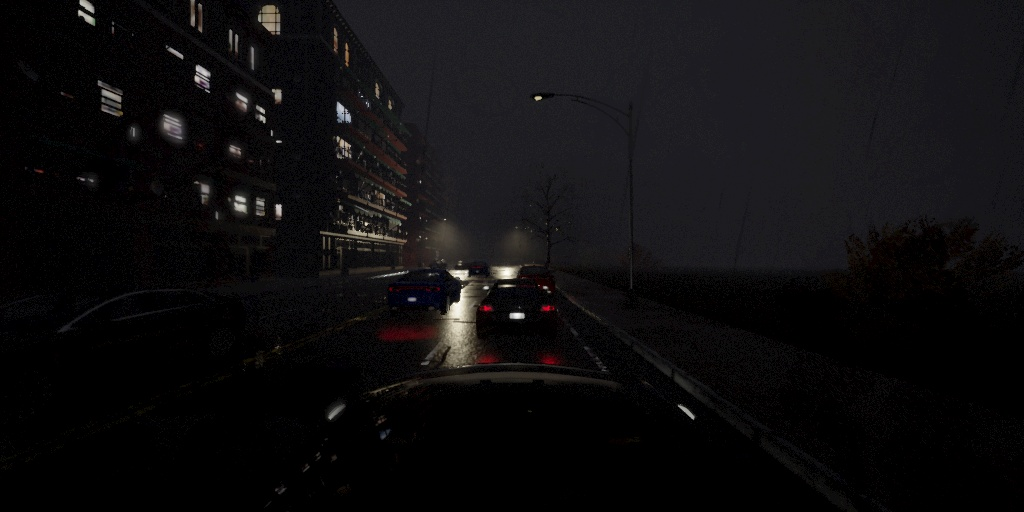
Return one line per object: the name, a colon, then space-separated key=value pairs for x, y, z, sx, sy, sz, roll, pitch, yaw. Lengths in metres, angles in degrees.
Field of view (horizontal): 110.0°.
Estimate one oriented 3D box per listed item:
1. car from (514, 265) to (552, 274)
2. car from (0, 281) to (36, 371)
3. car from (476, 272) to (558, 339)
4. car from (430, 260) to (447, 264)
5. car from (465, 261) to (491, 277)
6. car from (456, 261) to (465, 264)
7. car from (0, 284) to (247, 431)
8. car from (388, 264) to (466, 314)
car: x=1.153 y=1.230 z=18.990 sx=1.882 sy=1.535 sz=5.008 roll=0 pitch=0 yaw=0
car: x=-9.848 y=1.228 z=4.198 sx=1.882 sy=1.535 sz=5.008 roll=0 pitch=0 yaw=0
car: x=0.109 y=1.315 z=10.070 sx=1.994 sy=1.385 sz=4.181 roll=0 pitch=0 yaw=0
car: x=-9.806 y=1.243 z=47.795 sx=2.128 sy=1.511 sz=4.902 roll=0 pitch=0 yaw=0
car: x=-3.120 y=1.229 z=34.883 sx=1.882 sy=1.535 sz=5.008 roll=0 pitch=0 yaw=0
car: x=-6.555 y=1.315 z=48.588 sx=1.994 sy=1.385 sz=4.181 roll=0 pitch=0 yaw=0
car: x=-6.596 y=1.242 z=5.630 sx=2.128 sy=1.511 sz=4.902 roll=0 pitch=0 yaw=0
car: x=-3.140 y=1.229 z=13.744 sx=1.882 sy=1.535 sz=5.008 roll=0 pitch=0 yaw=0
